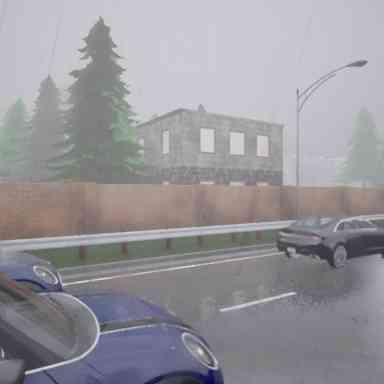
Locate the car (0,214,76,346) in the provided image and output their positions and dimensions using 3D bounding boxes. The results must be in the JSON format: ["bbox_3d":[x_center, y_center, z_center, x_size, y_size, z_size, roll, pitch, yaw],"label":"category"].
[{"bbox_3d":[-4.372,1.352,5.040,4.553,1.767,2.097,0,0,-33],"label":"car"}]

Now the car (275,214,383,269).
[{"bbox_3d":[4.957,1.493,11.112,4.902,1.511,2.128,0,0,-33],"label":"car"}]

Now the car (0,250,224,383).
[{"bbox_3d":[-1.931,1.352,2.454,4.553,1.767,2.097,0,0,-33],"label":"car"}]
